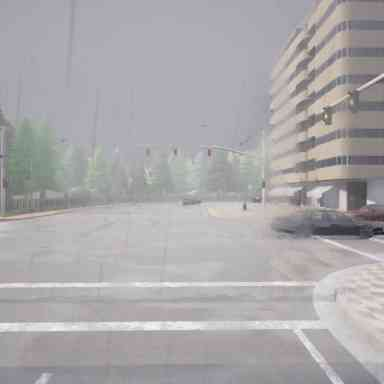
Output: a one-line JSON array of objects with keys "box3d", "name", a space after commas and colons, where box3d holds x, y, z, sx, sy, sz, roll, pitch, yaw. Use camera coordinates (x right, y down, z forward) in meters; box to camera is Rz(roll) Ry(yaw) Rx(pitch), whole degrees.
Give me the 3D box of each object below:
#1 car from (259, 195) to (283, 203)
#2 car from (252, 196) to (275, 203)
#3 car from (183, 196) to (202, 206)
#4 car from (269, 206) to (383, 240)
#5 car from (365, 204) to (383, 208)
[{"box3d": [17.586, 1.525, 73.664, 4.902, 1.511, 2.128, 0, 0, -23], "name": "car"}, {"box3d": [14.269, 1.525, 67.786, 4.674, 1.442, 1.812, 0, 0, -34], "name": "car"}, {"box3d": [0.145, 1.491, 56.120, 2.128, 1.511, 4.902, 0, 0, 25], "name": "car"}, {"box3d": [6.683, 1.586, 16.756, 5.357, 1.411, 2.033, 1, 0, -1], "name": "car"}, {"box3d": [13.191, 1.581, 24.039, 4.674, 1.442, 1.812, 0, 0, -1], "name": "car"}]
